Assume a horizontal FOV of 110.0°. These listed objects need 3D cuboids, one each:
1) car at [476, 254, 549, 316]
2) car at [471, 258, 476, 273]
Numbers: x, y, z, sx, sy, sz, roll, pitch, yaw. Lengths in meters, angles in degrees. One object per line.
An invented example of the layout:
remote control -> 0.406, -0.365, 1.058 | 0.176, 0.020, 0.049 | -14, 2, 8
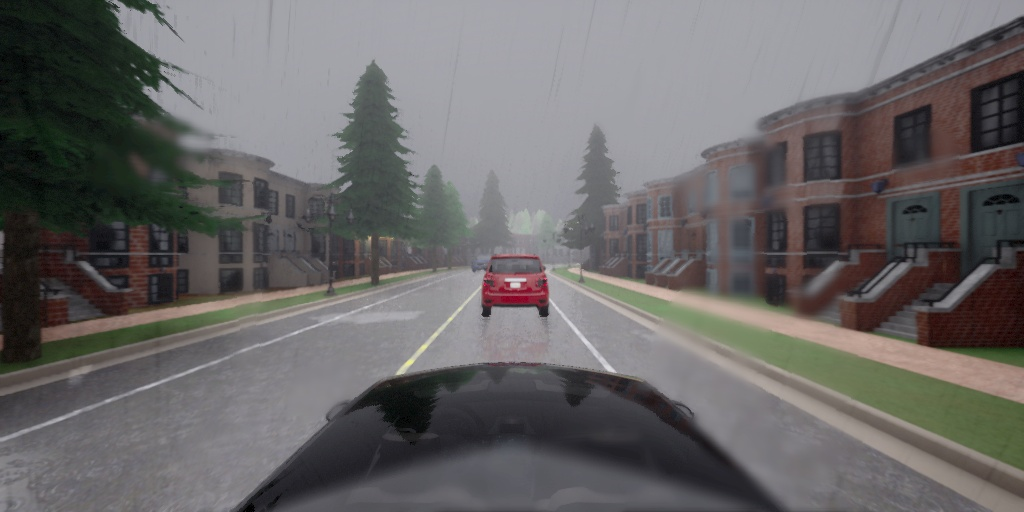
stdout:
car -> 0.104, 0.944, 13.275 | 2.150, 2.045, 5.566 | 0, 0, 0
car -> -3.284, 0.876, 42.184 | 2.150, 2.045, 5.566 | 0, 0, 5
